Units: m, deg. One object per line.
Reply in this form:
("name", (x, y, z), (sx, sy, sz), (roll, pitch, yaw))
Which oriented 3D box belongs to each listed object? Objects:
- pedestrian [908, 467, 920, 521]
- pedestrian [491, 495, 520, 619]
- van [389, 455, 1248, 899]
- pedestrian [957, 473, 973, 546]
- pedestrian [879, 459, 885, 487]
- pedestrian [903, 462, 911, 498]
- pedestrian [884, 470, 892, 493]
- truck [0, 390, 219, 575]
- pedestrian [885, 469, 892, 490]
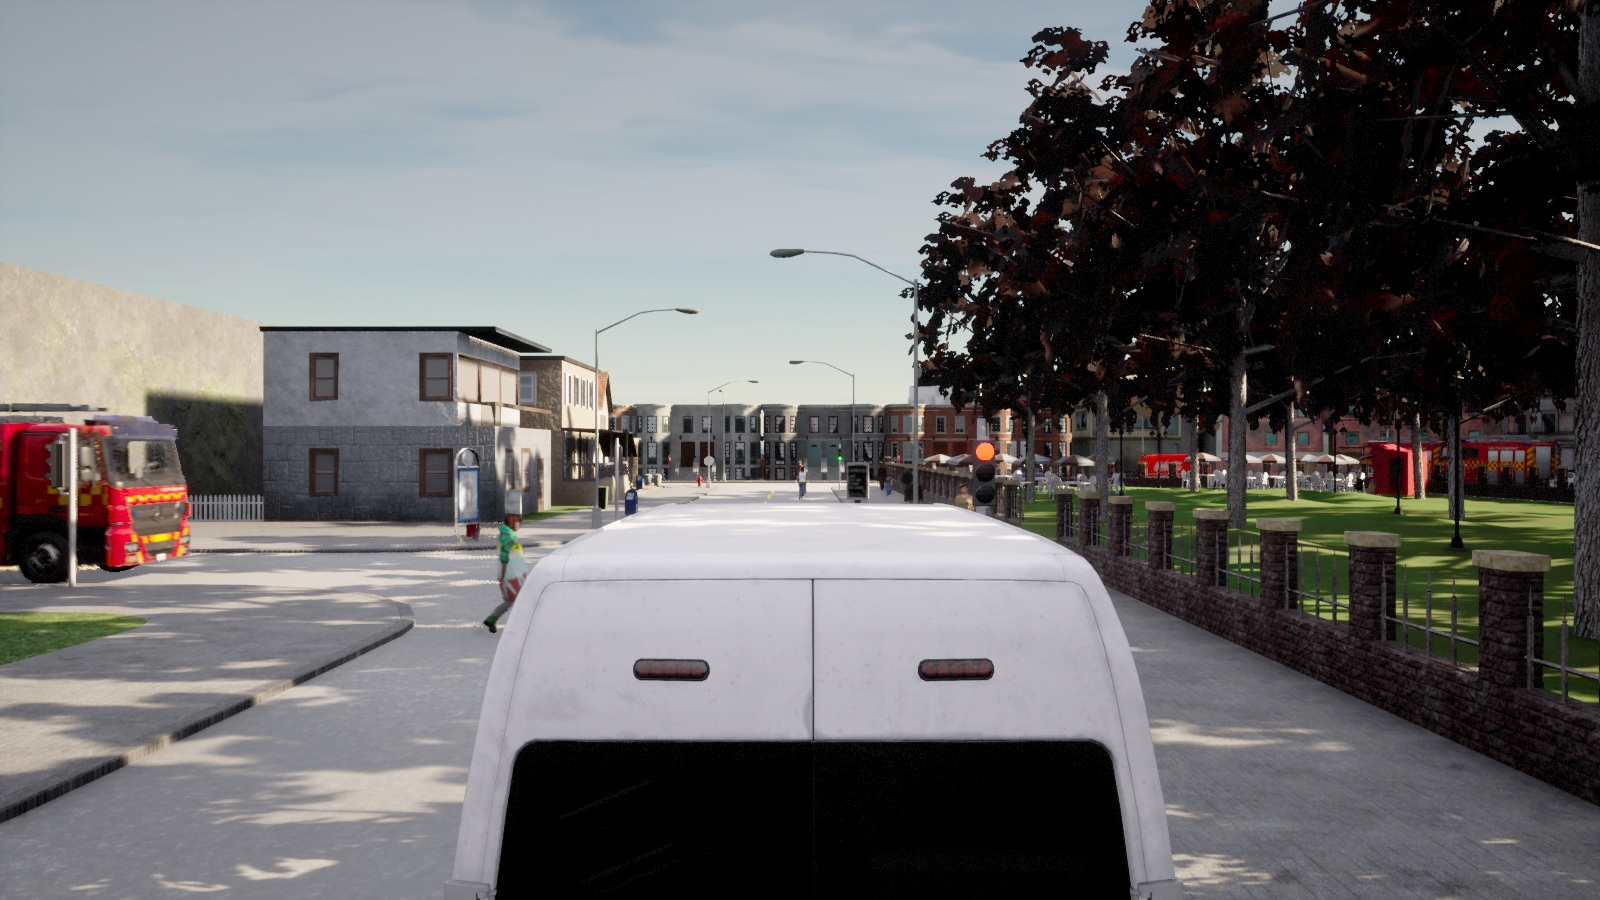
("pedestrian", (3.968, 1.525, 39.787), (0.375, 1.860, 0.375), (0, 0, 2))
("pedestrian", (-4.522, 1.629, 17.513), (0.375, 1.860, 0.375), (0, 0, -24))
("van", (0.036, 1.314, 5.605), (1.988, 2.561, 5.915), (0, 0, 0))
("pedestrian", (4.252, 1.525, 29.398), (0.375, 1.860, 0.375), (0, 0, 14))
("pedestrian", (5.383, 1.516, 74.934), (0.375, 1.860, 0.375), (0, 0, -3))
("pedestrian", (5.494, 1.525, 58.852), (0.375, 1.860, 0.375), (0, 0, -1))
("pedestrian", (5.090, 1.805, 66.122), (0.375, 1.300, 0.375), (0, 0, -5))
("truck", (-17.708, 0.671, 25.029), (8.468, 3.827, 2.891), (0, 0, 0))
("pedestrian", (5.498, 1.804, 70.747), (0.375, 1.300, 0.375), (0, 0, -1))
